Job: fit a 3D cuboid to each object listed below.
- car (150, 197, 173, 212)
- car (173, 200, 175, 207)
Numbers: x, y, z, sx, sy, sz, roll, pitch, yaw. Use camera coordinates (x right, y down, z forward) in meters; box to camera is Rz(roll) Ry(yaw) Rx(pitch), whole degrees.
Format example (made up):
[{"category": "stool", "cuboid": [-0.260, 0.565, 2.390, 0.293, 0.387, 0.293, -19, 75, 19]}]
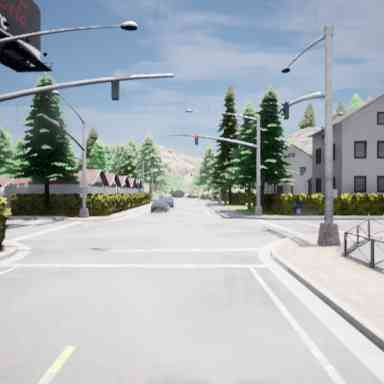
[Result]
[{"category": "car", "cuboid": [-3.621, 1.563, 38.478, 2.033, 1.411, 5.357, 0, 0, 0]}, {"category": "car", "cuboid": [-3.609, 1.497, 48.761, 1.882, 1.535, 5.008, 0, 0, 0]}]
